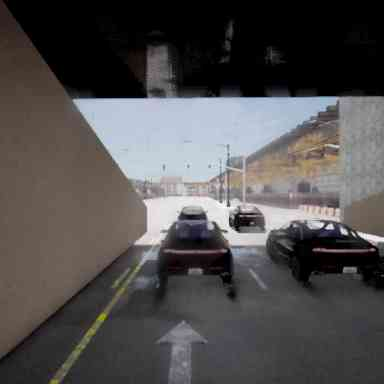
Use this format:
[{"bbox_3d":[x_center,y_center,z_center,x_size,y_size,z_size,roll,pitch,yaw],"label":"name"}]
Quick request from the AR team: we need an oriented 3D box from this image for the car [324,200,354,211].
[{"bbox_3d":[17.502,1.587,39.493,1.853,1.218,4.536,0,-1,45],"label":"car"}]

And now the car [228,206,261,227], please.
[{"bbox_3d":[3.531,1.655,21.987,2.128,1.511,4.902,0,0,0],"label":"car"}]

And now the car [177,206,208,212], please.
[{"bbox_3d":[0.032,1.668,21.830,1.837,1.490,4.892,0,0,0],"label":"car"}]

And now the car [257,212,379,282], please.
[{"bbox_3d":[3.573,1.567,9.956,2.128,1.511,4.902,0,0,0],"label":"car"}]

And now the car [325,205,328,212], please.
[{"bbox_3d":[17.465,1.744,39.455,2.038,1.542,4.974,0,-1,45],"label":"car"}]

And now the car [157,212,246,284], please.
[{"bbox_3d":[0.075,1.566,9.815,2.128,1.511,4.902,0,0,0],"label":"car"}]

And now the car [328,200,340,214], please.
[{"bbox_3d":[17.370,1.710,34.848,2.038,1.542,4.974,0,-1,-35],"label":"car"}]
